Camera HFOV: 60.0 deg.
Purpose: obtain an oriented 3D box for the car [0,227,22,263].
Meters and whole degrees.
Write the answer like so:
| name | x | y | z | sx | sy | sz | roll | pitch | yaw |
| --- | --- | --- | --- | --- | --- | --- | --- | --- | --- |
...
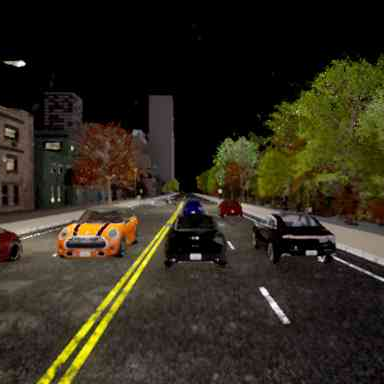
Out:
| name | x | y | z | sx | sy | sz | roll | pitch | yaw |
| --- | --- | --- | --- | --- | --- | --- | --- | --- | --- |
| car | -6.599 | 1.560 | 9.284 | 1.994 | 1.385 | 4.181 | 0 | 0 | 0 |

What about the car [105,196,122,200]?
| name | x | y | z | sx | sy | sz | roll | pitch | yaw |
| --- | --- | --- | --- | --- | --- | --- | --- | --- | --- |
| car | -20.682 | 1.786 | 87.300 | 4.313 | 1.339 | 1.947 | -1 | 1 | -1 |

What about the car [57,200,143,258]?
| name | x | y | z | sx | sy | sz | roll | pitch | yaw |
| --- | --- | --- | --- | --- | --- | --- | --- | --- | --- |
| car | -3.348 | 1.346 | 12.663 | 2.097 | 1.767 | 4.553 | 0 | 0 | 0 |

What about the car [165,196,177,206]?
| name | x | y | z | sx | sy | sz | roll | pitch | yaw |
| --- | --- | --- | --- | --- | --- | --- | --- | --- | --- |
| car | -3.512 | 1.468 | 55.559 | 2.128 | 1.511 | 4.902 | 0 | 0 | -1 |

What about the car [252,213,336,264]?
| name | x | y | z | sx | sy | sz | roll | pitch | yaw |
| --- | --- | --- | --- | --- | --- | --- | --- | --- | --- |
| car | 3.351 | 1.486 | 11.747 | 2.128 | 1.511 | 4.902 | 0 | 0 | 0 |

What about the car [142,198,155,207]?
| name | x | y | z | sx | sy | sz | roll | pitch | yaw |
| --- | --- | --- | --- | --- | --- | --- | --- | --- | --- |
| car | -6.693 | 1.580 | 49.991 | 1.895 | 1.301 | 4.718 | 0 | 0 | -1 |

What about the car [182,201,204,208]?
| name | x | y | z | sx | sy | sz | roll | pitch | yaw |
| --- | --- | --- | --- | --- | --- | --- | --- | --- | --- |
| car | 0.104 | 1.513 | 29.503 | 1.812 | 1.442 | 4.674 | 0 | 0 | 0 |

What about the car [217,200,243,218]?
| name | x | y | z | sx | sy | sz | roll | pitch | yaw |
| --- | --- | --- | --- | --- | --- | --- | --- | --- | --- |
| car | 3.353 | 1.464 | 29.947 | 1.882 | 1.535 | 5.008 | 0 | 0 | 0 |

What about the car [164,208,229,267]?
| name | x | y | z | sx | sy | sz | roll | pitch | yaw |
| --- | --- | --- | --- | --- | --- | --- | --- | --- | --- |
| car | 0.102 | 1.500 | 11.413 | 1.837 | 1.490 | 4.892 | 0 | 0 | 0 |
